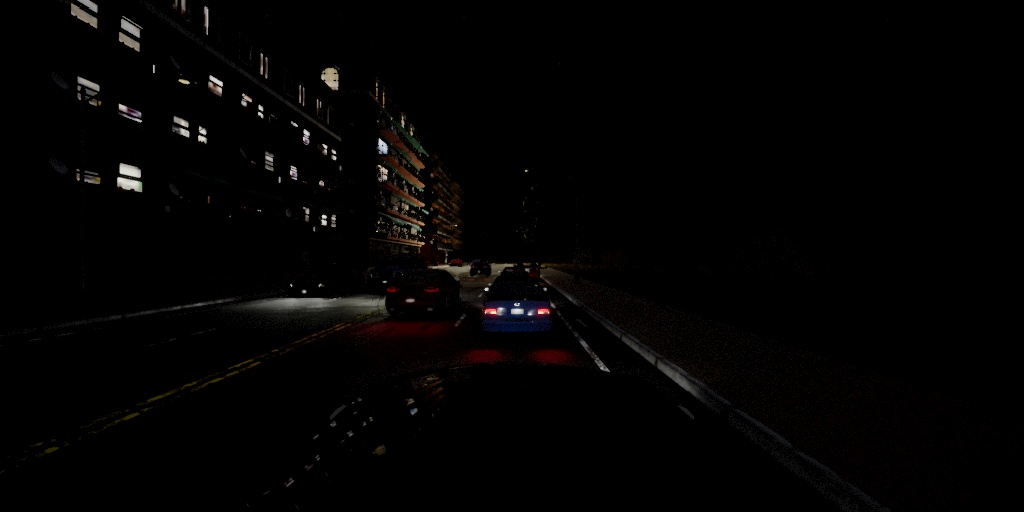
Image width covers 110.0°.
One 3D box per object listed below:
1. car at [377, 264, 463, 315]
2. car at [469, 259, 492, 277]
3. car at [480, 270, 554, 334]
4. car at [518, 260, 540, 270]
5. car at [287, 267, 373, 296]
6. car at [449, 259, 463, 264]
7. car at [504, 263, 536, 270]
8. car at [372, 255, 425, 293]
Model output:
[{"bbox_3d":[-3.132,1.230,13.532,1.882,1.535,5.008,0,0,0],"label":"car"},{"bbox_3d":[-3.089,1.247,36.170,2.128,1.511,4.902,0,0,0],"label":"car"},{"bbox_3d":[0.117,1.299,10.597,2.033,1.411,5.357,0,0,0],"label":"car"},{"bbox_3d":[1.187,1.105,29.865,2.097,1.767,4.553,0,0,0],"label":"car"},{"bbox_3d":[-9.818,1.300,19.602,2.033,1.411,5.357,0,0,0],"label":"car"},{"bbox_3d":[-9.709,1.229,62.147,1.882,1.535,5.008,0,0,1],"label":"car"},{"bbox_3d":[0.128,1.317,20.930,1.994,1.385,4.181,0,0,1],"label":"car"},{"bbox_3d":[-6.566,0.974,21.294,2.150,2.045,5.566,0,0,0],"label":"car"}]
